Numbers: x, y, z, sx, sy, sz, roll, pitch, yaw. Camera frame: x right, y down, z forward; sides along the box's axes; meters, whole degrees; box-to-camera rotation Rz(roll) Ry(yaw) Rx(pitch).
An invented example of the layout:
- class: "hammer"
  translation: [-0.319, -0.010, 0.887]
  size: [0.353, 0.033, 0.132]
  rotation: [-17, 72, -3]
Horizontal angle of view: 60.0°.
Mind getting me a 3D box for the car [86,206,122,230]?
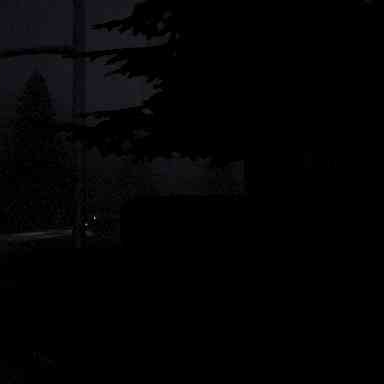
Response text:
- class: "car"
  translation: [-4.935, 1.586, 21.338]
  size: [1.895, 1.301, 4.718]
  rotation: [0, 0, 36]
